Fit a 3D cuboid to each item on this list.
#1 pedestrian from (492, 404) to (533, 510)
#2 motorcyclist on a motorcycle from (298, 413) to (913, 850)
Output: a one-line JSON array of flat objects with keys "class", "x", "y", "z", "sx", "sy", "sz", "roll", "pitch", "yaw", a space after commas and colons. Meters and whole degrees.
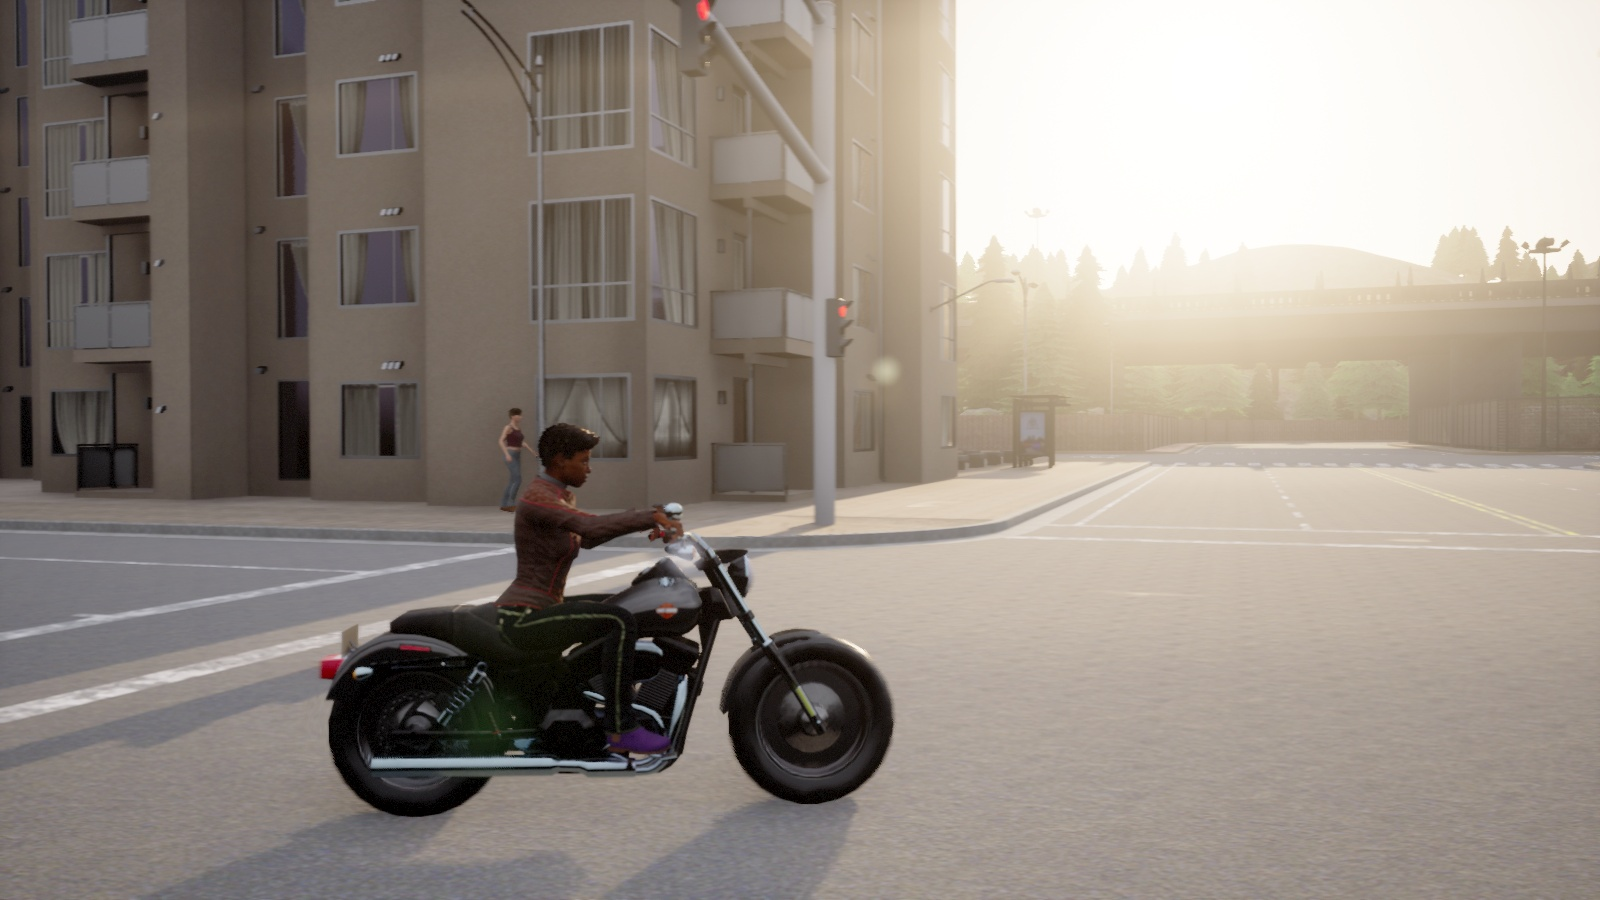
[{"class": "pedestrian", "x": -4.996, "y": 0.117, "z": 21.818, "sx": 0.594, "sy": 1.836, "sz": 0.345, "roll": 0, "pitch": 1, "yaw": 16}, {"class": "motorcyclist on a motorcycle", "x": -0.762, "y": 0.690, "z": 5.242, "sx": 2.350, "sy": 1.649, "sz": 0.766, "roll": 0, "pitch": 0, "yaw": -6}]
